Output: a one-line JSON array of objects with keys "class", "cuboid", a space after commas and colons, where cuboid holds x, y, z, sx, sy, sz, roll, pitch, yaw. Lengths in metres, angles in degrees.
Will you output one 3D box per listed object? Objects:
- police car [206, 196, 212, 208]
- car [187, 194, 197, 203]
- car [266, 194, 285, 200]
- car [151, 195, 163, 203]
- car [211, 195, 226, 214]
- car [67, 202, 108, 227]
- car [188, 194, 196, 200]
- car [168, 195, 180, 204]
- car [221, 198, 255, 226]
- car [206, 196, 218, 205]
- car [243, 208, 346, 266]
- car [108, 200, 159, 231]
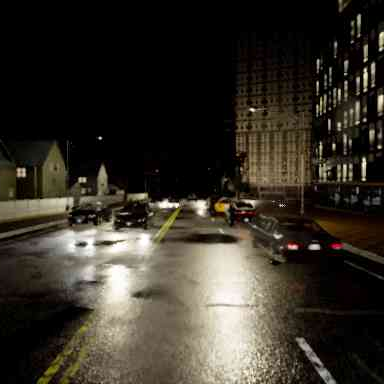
[{"class": "police car", "cuboid": [3.272, 1.273, 44.466, 1.930, 1.638, 5.238, 0, 0, 0]}, {"class": "car", "cuboid": [0.032, 1.289, 64.426, 2.128, 1.511, 4.902, 0, 0, 0]}, {"class": "car", "cuboid": [23.058, 1.398, 91.707, 5.009, 1.841, 2.192, 1, 2, 20]}, {"class": "car", "cuboid": [-6.502, 1.328, 62.313, 1.812, 1.442, 4.674, 0, 0, 1]}, {"class": "car", "cuboid": [3.266, 1.335, 33.543, 1.801, 1.575, 5.366, 0, 0, 0]}, {"class": "car", "cuboid": [-6.587, 1.407, 21.904, 2.128, 1.511, 4.902, 0, 0, 0]}, {"class": "car", "cuboid": [0.040, 1.142, 81.495, 2.033, 1.411, 5.357, 0, 0, 0]}, {"class": "car", "cuboid": [-3.262, 1.300, 60.132, 2.128, 1.511, 4.902, 0, 0, 1]}, {"class": "car", "cuboid": [3.261, 1.419, 22.349, 1.837, 1.490, 4.892, 0, 0, 0]}, {"class": "car", "cuboid": [3.277, 1.345, 55.361, 1.812, 1.442, 4.674, 0, 0, 0]}, {"class": "car", "cuboid": [3.256, 1.501, 11.345, 2.033, 1.411, 5.357, 0, 0, 0]}, {"class": "car", "cuboid": [-3.338, 1.427, 19.921, 1.837, 1.490, 4.892, 0, 0, 0]}]
